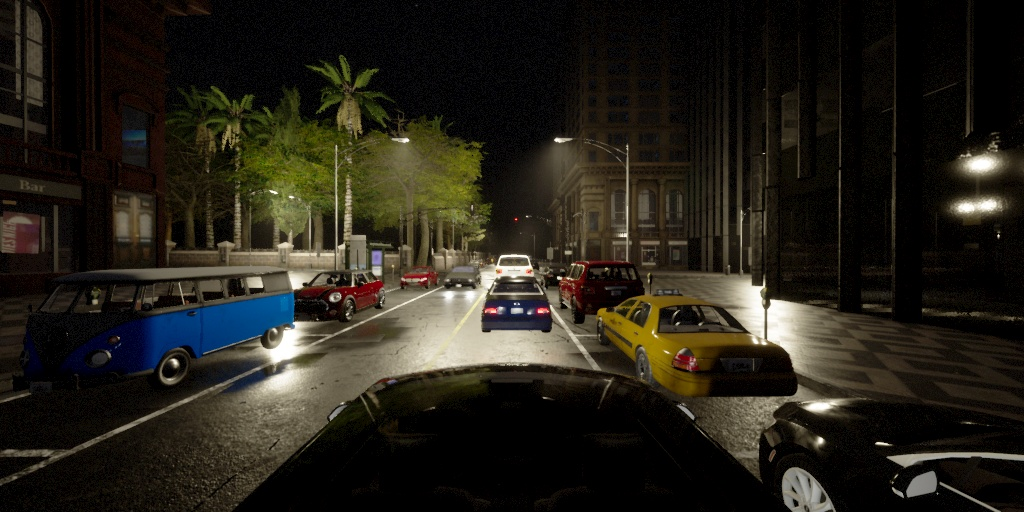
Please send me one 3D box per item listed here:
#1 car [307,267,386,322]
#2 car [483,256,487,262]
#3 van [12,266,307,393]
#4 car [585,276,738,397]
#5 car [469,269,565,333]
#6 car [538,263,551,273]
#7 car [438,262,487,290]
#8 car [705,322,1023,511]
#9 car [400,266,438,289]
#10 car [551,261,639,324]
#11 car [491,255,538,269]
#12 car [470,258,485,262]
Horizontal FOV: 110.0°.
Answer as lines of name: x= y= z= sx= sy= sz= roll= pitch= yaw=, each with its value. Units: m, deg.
car: x=-5.756 y=1.187 z=11.906 sx=1.967 sy=1.591 sz=4.097 roll=0 pitch=0 yaw=0
car: x=-5.721 y=1.155 z=60.038 sx=1.967 sy=1.591 sz=4.097 roll=0 pitch=0 yaw=0
van: x=-5.759 y=1.090 z=6.480 sx=1.690 sy=1.789 sz=3.998 roll=0 pitch=0 yaw=0
car: x=2.766 y=1.274 z=6.629 sx=1.751 sy=1.417 sz=4.829 roll=0 pitch=0 yaw=0
car: x=0.109 y=1.295 z=10.706 sx=2.033 sy=1.411 sz=5.357 roll=0 pitch=0 yaw=0
car: x=2.778 y=1.309 z=22.735 sx=1.948 sy=1.339 sz=4.313 roll=0 pitch=0 yaw=0
car: x=-2.991 y=1.291 z=22.944 sx=2.033 sy=1.411 sz=5.357 roll=0 pitch=0 yaw=0
car: x=2.762 y=1.300 z=1.033 sx=2.007 sy=1.370 sz=4.403 roll=0 pitch=0 yaw=0
car: x=-5.748 y=1.325 z=22.759 sx=1.802 sy=1.307 sz=4.207 roll=0 pitch=0 yaw=0
car: x=2.770 y=1.062 z=11.884 sx=2.192 sy=1.841 sz=5.009 roll=0 pitch=0 yaw=0
car: x=0.115 y=0.966 z=21.277 sx=2.150 sy=2.045 sz=5.566 roll=0 pitch=0 yaw=0
car: x=-5.725 y=1.270 z=54.618 sx=2.007 sy=1.370 sz=4.403 roll=0 pitch=0 yaw=0
